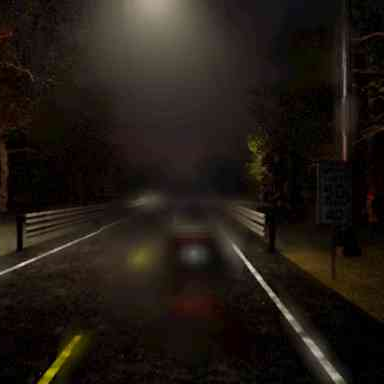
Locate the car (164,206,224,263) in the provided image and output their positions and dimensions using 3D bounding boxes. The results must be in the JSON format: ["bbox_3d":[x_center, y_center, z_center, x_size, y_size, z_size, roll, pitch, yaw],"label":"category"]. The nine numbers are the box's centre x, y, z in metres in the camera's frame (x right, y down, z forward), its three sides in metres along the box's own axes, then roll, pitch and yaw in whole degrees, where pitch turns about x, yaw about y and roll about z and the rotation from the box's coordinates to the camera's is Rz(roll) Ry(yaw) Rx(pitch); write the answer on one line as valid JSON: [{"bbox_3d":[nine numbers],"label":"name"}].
[{"bbox_3d":[0.070,1.498,11.935,1.837,1.490,4.892,0,1,0],"label":"car"}]

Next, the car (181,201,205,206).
[{"bbox_3d":[0.071,1.505,27.836,1.812,1.442,4.674,0,0,0],"label":"car"}]
